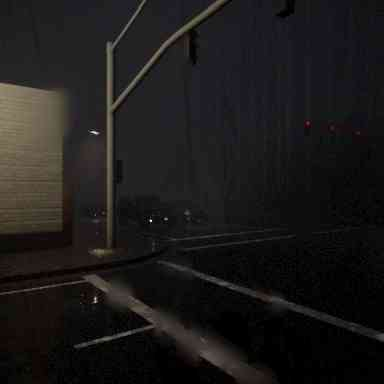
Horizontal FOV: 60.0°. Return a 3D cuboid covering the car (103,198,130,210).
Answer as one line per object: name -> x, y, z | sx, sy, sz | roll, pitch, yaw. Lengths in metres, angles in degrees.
car -> -10.205, 1.581, 44.445 | 1.812, 1.442, 4.674 | 0, 0, -36

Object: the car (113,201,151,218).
car -> -5.822, 1.619, 32.036 | 1.994, 1.385, 4.181 | 0, 0, -35

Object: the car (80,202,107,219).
car -> -8.635, 1.619, 29.959 | 1.994, 1.385, 4.181 | 0, 0, -35

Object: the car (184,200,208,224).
car -> -0.799, 1.407, 25.010 | 2.097, 1.767, 4.553 | 0, 0, -36

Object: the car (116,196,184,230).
car -> -3.165, 1.277, 22.295 | 2.150, 2.045, 5.566 | 0, 0, -36

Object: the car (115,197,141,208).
car -> -9.577, 1.560, 49.634 | 1.837, 1.490, 4.892 | 0, 0, -37
